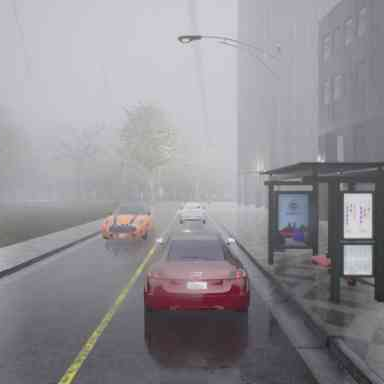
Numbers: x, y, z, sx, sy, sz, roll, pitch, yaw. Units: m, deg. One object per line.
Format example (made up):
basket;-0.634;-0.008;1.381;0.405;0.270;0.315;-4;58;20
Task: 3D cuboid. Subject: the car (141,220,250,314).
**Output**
car;0.086;1.572;7.704;1.994;1.385;4.181;0;0;0

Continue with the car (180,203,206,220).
car;0.055;1.563;25.036;1.812;1.442;4.674;0;0;0

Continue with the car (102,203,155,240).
car;-3.133;1.377;17.213;2.097;1.767;4.553;0;0;0
